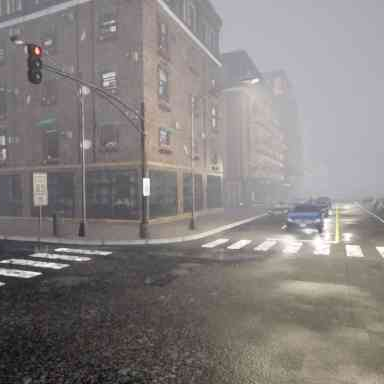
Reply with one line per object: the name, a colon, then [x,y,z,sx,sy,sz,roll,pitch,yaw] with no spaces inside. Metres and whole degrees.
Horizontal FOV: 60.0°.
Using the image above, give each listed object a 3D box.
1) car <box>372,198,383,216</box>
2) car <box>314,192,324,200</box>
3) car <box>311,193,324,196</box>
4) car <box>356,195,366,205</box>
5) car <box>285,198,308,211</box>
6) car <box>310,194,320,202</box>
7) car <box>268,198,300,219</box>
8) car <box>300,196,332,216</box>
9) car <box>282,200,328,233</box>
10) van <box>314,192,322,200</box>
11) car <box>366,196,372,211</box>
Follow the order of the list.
car: [17.415,1.385,29.469,1.802,1.307,4.206,-1,0,24]
car: [32.506,0.994,85.021,2.192,1.841,5.009,-1,0,24]
car: [16.019,1.288,40.696,1.882,1.535,5.008,0,0,24]
car: [26.528,1.269,50.355,2.008,1.369,4.403,-1,0,24]
car: [12.008,1.397,38.031,2.008,1.369,4.403,-1,0,24]
car: [25.607,1.254,69.202,1.752,1.417,4.829,-1,0,24]
car: [7.451,1.442,27.588,2.008,1.369,4.403,-1,0,24]
car: [10.758,1.353,28.598,2.128,1.511,4.902,0,0,24]
car: [6.592,1.430,19.118,1.812,1.442,4.674,0,0,24]
van: [30.229,1.036,79.802,1.690,1.788,3.998,-1,0,24]
car: [19.693,1.331,34.691,2.008,1.369,4.403,-1,0,24]
